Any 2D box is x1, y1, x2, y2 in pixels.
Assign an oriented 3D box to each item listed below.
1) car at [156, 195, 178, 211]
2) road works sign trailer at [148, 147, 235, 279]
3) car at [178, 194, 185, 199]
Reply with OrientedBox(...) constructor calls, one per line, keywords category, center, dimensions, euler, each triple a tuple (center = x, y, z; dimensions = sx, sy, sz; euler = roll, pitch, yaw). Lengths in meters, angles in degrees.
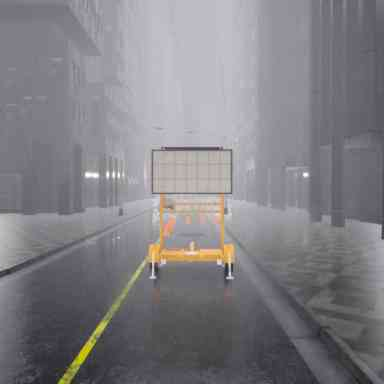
OrientedBox(category="car", center=(-3.119, 1.460, 40.617), dimensions=(1.837, 1.490, 4.892), euler=(0, 0, 0))
OrientedBox(category="road works sign trailer", center=(0.003, 0.459, 10.014), dimensions=(2.380, 3.560, 2.880), euler=(0, 0, 1))
OrientedBox(category="car", center=(-3.043, 1.045, 94.054), dimensions=(2.150, 2.045, 5.566), euler=(0, 0, 0))
